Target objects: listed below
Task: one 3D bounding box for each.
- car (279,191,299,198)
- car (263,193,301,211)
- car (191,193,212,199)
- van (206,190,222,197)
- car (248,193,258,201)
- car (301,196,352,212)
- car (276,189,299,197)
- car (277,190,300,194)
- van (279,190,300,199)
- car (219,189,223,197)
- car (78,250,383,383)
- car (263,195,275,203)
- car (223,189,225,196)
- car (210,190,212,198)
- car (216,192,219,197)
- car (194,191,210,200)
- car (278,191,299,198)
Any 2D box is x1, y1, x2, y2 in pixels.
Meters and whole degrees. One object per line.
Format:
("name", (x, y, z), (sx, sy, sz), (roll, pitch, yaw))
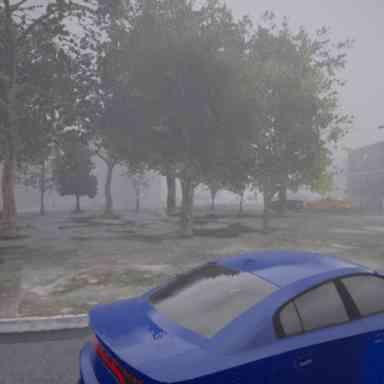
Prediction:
("car", (23.330, 0.568, 80.305), (4.553, 1.767, 2.185), (0, 1, 14))
("car", (10.124, 1.255, 36.493), (1.882, 1.535, 5.008), (-1, 0, -19))
("car", (2.192, 0.951, 78.908), (4.674, 1.452, 2.002), (0, 1, 14))
("van", (6.259, 0.389, 94.941), (4.442, 1.987, 1.878), (0, 1, 14))
("car", (12.344, 1.016, 67.377), (1.812, 1.442, 4.674), (0, 1, 13))
("car", (14.232, 1.234, 34.917), (1.882, 1.535, 5.008), (0, 0, -25))
("car", (25.328, 0.283, 88.395), (5.566, 2.045, 2.435), (0, 1, 14))
("car", (19.966, 0.939, 66.946), (4.792, 1.488, 2.163), (0, 1, 14))
("van", (21.882, 0.568, 75.063), (4.442, 1.987, 1.878), (0, 1, 14))
("car", (4.799, 0.466, 89.622), (5.566, 2.045, 2.435), (0, 1, 14))
("car", (1.321, 1.453, 3.886), (5.008, 1.535, 1.882), (-1, 0, -30))
("car", (13.694, 1.170, 59.323), (1.895, 1.301, 4.718), (0, 1, 10))
("car", (5.669, 0.662, 92.252), (5.366, 1.575, 1.946), (0, 1, 14))
("car", (1.525, 0.955, 76.234), (5.008, 1.535, 2.097), (0, 1, 14))
("car", (3.504, 0.820, 84.268), (4.892, 1.521, 2.231), (0, 1, 14))
("car", (0.898, 0.869, 73.541), (4.553, 1.767, 2.185), (0, 1, 14))
("car", (23.993, 0.638, 83.134), (5.008, 1.535, 2.097), (0, 1, 14))
